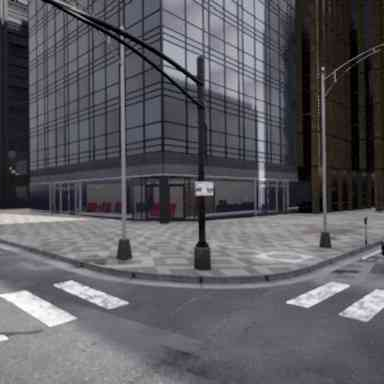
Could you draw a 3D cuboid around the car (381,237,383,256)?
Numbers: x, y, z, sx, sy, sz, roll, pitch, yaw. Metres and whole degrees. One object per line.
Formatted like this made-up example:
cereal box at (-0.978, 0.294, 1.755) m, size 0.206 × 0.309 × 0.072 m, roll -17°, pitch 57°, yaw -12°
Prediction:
car at (8.697, 1.732, 12.888) m, size 1.802 × 1.307 × 4.206 m, roll -2°, pitch -2°, yaw 44°
